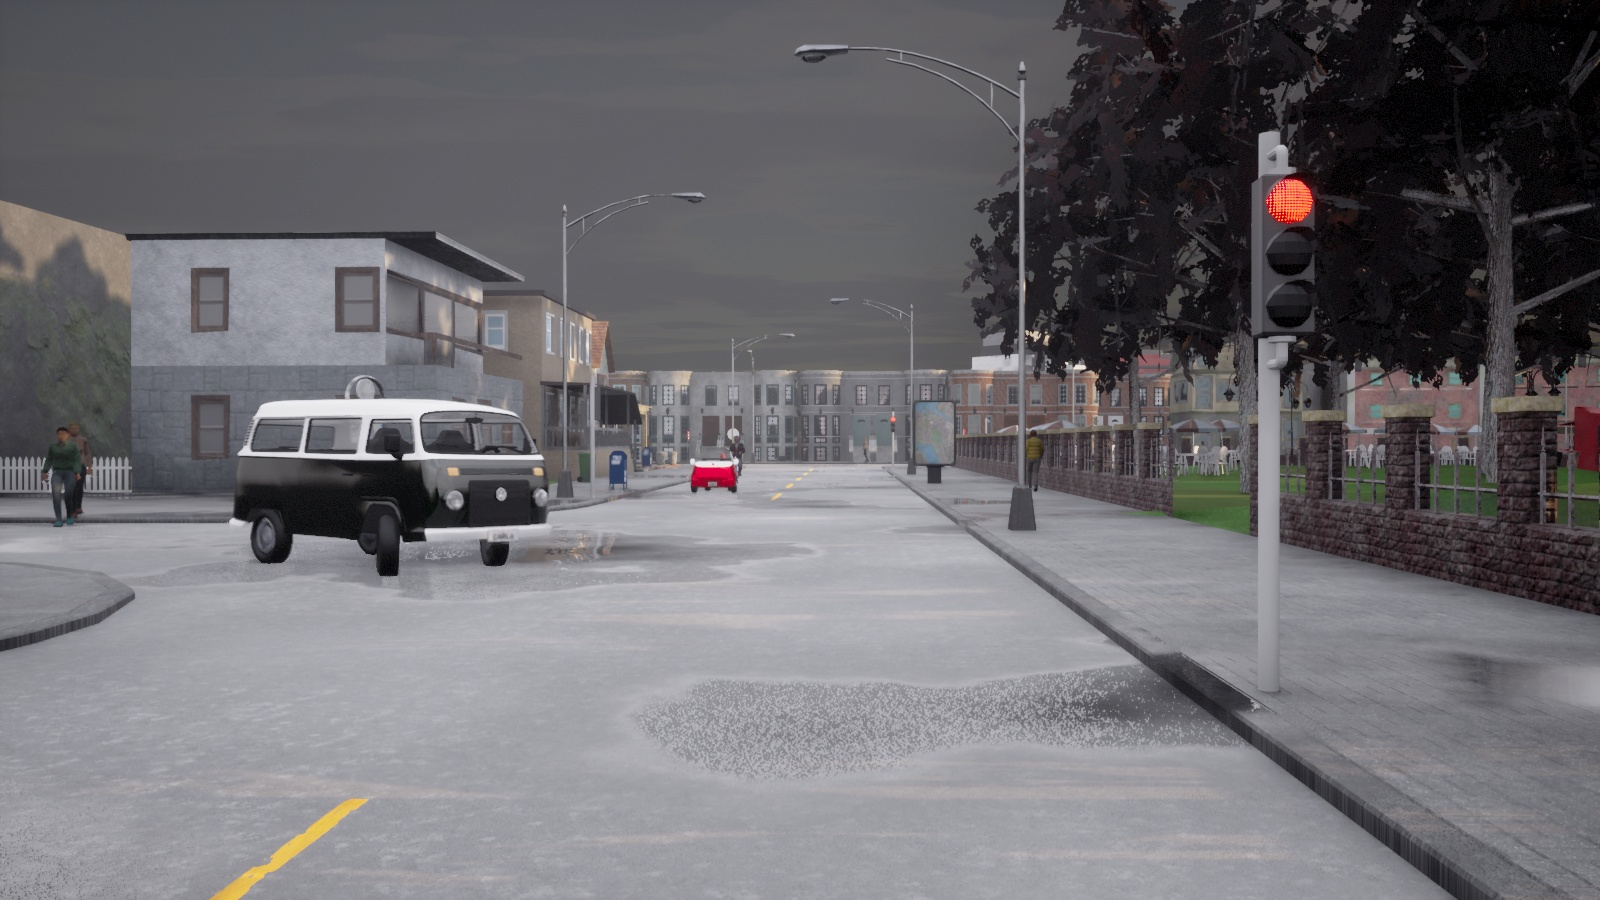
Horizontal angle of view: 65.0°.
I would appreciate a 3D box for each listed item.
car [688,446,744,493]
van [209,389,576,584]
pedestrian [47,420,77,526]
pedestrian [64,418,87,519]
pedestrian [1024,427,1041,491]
[{"bbox_3d":[-2.562,0.582,38.474,1.481,1.376,2.207,0,0,2],"label":"car"},{"bbox_3d":[-5.042,0.379,15.274,4.480,2.038,2.069,0,-1,38],"label":"van"},{"bbox_3d":[-13.047,0.406,22.194,0.353,1.847,0.614,0,0,-21],"label":"pedestrian"},{"bbox_3d":[-13.414,0.342,23.259,0.331,1.846,0.634,0,0,-28],"label":"pedestrian"},{"bbox_3d":[6.673,0.258,36.101,0.370,1.835,0.726,0,0,2],"label":"pedestrian"}]
